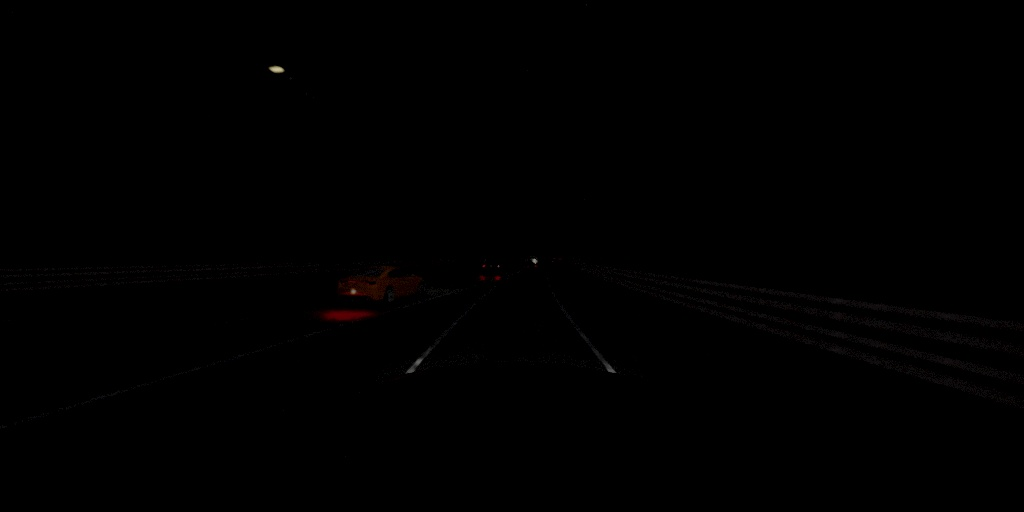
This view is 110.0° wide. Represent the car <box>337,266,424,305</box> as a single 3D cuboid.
[{"bbox_3d":[-5.557,1.193,15.889,1.882,1.535,5.008,0,0,9],"label":"car"}]

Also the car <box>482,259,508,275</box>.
[{"bbox_3d":[-1.790,1.081,38.763,2.097,1.767,4.553,0,0,9],"label":"car"}]
